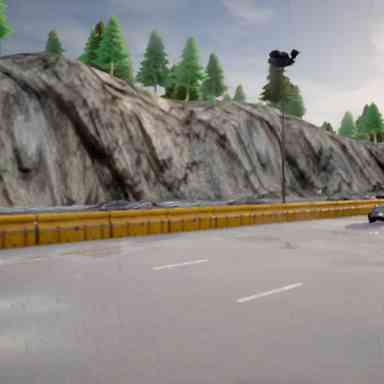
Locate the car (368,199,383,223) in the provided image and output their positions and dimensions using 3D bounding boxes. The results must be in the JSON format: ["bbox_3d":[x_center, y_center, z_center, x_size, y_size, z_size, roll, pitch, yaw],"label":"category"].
[{"bbox_3d":[13.621,1.378,22.299,4.181,1.385,1.994,-1,0,-36],"label":"car"}]

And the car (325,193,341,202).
[{"bbox_3d":[22.333,0.984,50.670,4.553,1.767,2.097,-1,0,-36],"label":"car"}]

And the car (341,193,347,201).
[{"bbox_3d":[23.961,1.129,47.497,4.902,1.511,2.128,0,0,-36],"label":"car"}]

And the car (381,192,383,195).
[{"bbox_3d":[35.107,0.703,59.973,5.008,1.535,1.882,-1,0,-35],"label":"car"}]

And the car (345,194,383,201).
[{"bbox_3d":[21.422,1.281,41.193,4.718,1.301,1.895,-1,0,-36],"label":"car"}]

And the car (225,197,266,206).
[{"bbox_3d":[6.345,1.334,38.890,5.357,1.411,2.033,-1,0,-36],"label":"car"}]

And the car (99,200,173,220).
[{"bbox_3d":[-3.497,1.412,23.096,4.902,1.511,2.128,0,0,-36],"label":"car"}]

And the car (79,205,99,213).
[{"bbox_3d":[-6.141,1.432,25.501,4.892,1.490,1.837,0,0,-36],"label":"car"}]
